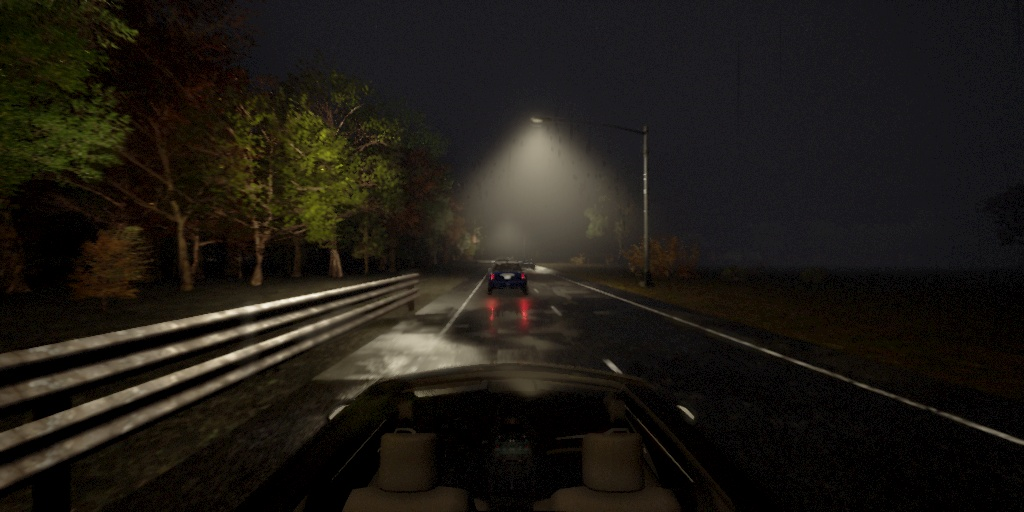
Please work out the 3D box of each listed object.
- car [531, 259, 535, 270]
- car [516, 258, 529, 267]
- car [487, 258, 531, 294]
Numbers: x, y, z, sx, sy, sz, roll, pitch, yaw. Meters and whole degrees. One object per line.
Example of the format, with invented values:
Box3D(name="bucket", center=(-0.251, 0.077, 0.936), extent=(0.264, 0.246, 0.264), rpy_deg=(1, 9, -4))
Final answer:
Box3D(name="car", center=(2.196, 1.186, 50.578), extent=(2.128, 1.511, 4.902), rpy_deg=(0, 0, -2))
Box3D(name="car", center=(1.819, 1.171, 63.325), extent=(2.128, 1.511, 4.902), rpy_deg=(0, 0, -1))
Box3D(name="car", center=(-0.280, 1.092, 20.305), extent=(2.097, 1.767, 4.553), rpy_deg=(0, 0, -2))
